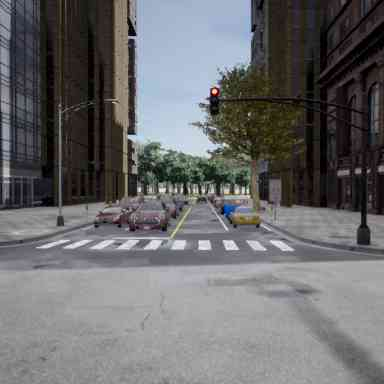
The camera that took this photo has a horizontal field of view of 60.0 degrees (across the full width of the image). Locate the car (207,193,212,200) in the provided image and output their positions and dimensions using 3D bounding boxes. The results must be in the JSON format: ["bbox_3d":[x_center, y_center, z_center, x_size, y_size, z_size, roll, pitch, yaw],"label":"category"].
[{"bbox_3d":[4.462,1.211,61.446,2.192,1.841,5.009,-1,0,2],"label":"car"}]

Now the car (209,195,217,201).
[{"bbox_3d":[4.925,1.429,78.478,1.802,1.307,4.206,0,0,2],"label":"car"}]

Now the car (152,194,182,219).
[{"bbox_3d":[-2.270,1.324,28.993,2.097,1.767,4.553,0,0,2],"label":"car"}]

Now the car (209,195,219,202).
[{"bbox_3d":[4.771,1.415,72.800,2.008,1.369,4.403,0,0,2],"label":"car"}]

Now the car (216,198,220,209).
[{"bbox_3d":[3.696,1.531,33.061,1.947,1.339,4.313,-1,0,2],"label":"car"}]

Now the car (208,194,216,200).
[{"bbox_3d":[5.082,1.355,84.324,1.752,1.417,4.829,0,0,2],"label":"car"}]

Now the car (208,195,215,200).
[{"bbox_3d":[5.232,1.379,89.832,1.947,1.339,4.313,0,0,2],"label":"car"}]

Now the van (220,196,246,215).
[{"bbox_3d":[3.540,1.316,27.383,1.690,1.788,3.998,-1,0,2],"label":"van"}]

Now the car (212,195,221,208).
[{"bbox_3d":[4.008,1.466,44.585,1.752,1.417,4.829,-1,0,2],"label":"car"}]

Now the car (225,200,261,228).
[{"bbox_3d":[3.393,1.508,21.875,1.752,1.417,4.829,-1,0,2],"label":"car"}]

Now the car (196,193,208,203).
[{"bbox_3d":[1.926,1.389,65.851,1.837,1.490,4.892,0,0,2],"label":"car"}]

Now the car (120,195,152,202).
[{"bbox_3d":[-4.983,1.290,27.605,2.192,1.841,5.009,-1,0,2],"label":"car"}]

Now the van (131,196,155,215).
[{"bbox_3d":[-4.828,1.306,33.283,1.690,1.788,3.998,-1,0,2],"label":"van"}]

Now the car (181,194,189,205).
[{"bbox_3d":[-1.433,1.465,56.287,1.837,1.490,4.892,0,0,2],"label":"car"}]

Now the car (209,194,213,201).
[{"bbox_3d":[4.310,1.462,55.769,2.008,1.369,4.403,-1,0,2],"label":"car"}]

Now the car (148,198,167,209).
[{"bbox_3d":[-4.519,1.491,44.639,2.008,1.369,4.403,-1,0,2],"label":"car"}]

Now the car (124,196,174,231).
[{"bbox_3d":[-2.452,1.337,20.183,2.097,1.767,4.553,0,0,0],"label":"car"}]

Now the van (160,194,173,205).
[{"bbox_3d":[-4.214,1.252,55.993,1.690,1.788,3.998,0,0,2],"label":"van"}]

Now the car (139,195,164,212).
[{"bbox_3d":[-4.675,1.269,38.961,2.192,1.841,5.009,-1,0,2],"label":"car"}]

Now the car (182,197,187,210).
[{"bbox_3d":[-1.993,1.554,39.109,1.895,1.301,4.718,0,0,2],"label":"car"}]

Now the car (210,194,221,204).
[{"bbox_3d":[4.157,1.471,50.092,1.887,1.381,4.507,-1,0,2],"label":"car"}]

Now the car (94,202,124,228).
[{"bbox_3d":[-5.133,1.565,21.927,1.802,1.307,4.206,-1,0,2],"label":"car"}]

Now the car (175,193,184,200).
[{"bbox_3d":[-3.293,1.128,90.058,2.192,1.841,5.009,0,0,2],"label":"car"}]
